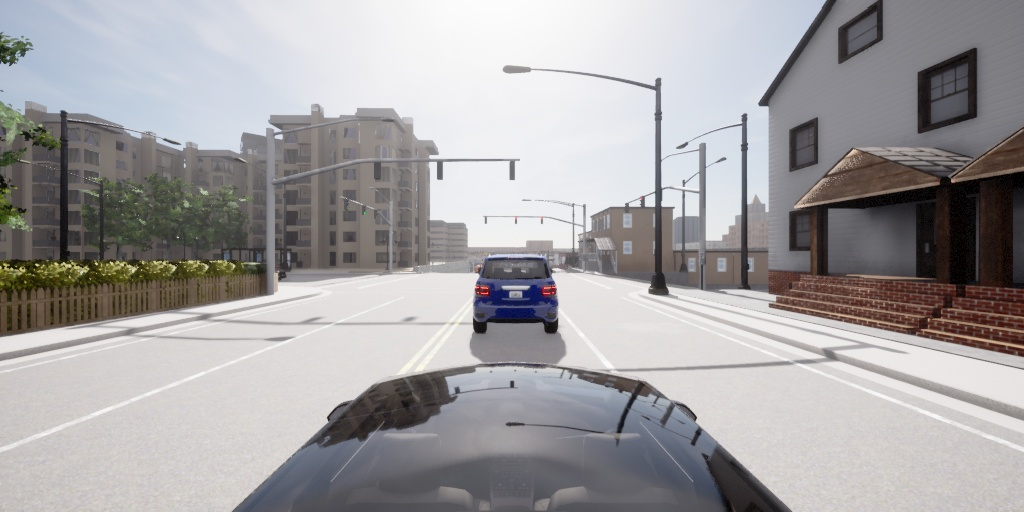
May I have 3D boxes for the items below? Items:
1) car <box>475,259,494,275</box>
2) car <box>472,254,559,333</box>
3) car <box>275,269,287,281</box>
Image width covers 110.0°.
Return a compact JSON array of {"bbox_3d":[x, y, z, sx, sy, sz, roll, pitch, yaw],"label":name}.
[{"bbox_3d":[-3.561,1.506,46.897,2.097,1.767,4.553,1,-5,0],"label":"car"},{"bbox_3d":[0.101,0.971,10.877,2.150,2.045,5.566,0,0,0],"label":"car"},{"bbox_3d":[-20.346,1.255,28.079,4.892,1.490,1.837,0,0,1],"label":"car"}]
